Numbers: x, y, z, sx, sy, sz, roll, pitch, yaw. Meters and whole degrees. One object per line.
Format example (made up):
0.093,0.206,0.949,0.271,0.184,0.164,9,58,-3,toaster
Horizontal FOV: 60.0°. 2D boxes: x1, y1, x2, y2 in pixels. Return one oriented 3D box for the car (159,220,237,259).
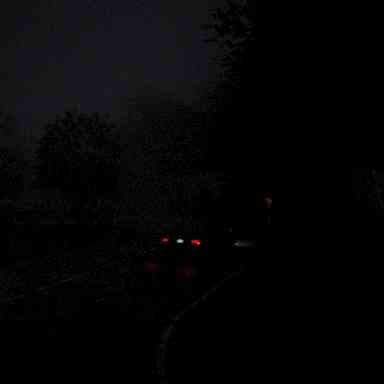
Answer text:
0.481,1.905,14.400,2.033,1.411,5.357,0,-1,22,car
